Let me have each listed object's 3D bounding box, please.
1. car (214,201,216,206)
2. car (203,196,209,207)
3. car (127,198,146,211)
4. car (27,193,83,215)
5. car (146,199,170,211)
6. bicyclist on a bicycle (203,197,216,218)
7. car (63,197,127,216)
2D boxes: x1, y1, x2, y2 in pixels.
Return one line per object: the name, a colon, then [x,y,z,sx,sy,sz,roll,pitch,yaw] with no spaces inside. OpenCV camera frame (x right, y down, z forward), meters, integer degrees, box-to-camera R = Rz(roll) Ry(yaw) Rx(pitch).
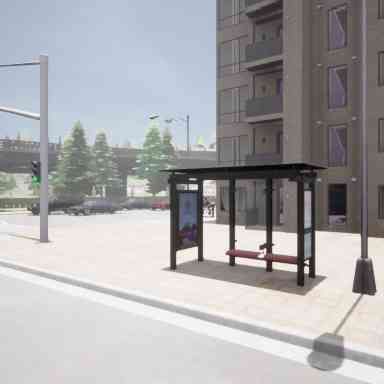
car: [5.359,1.449,46.785,4.892,1.490,1.837,0,0,-29]
car: [0.107,1.296,47.419,4.553,1.767,2.097,0,0,-34]
car: [-6.931,1.492,41.010,2.033,1.411,5.357,0,0,39]
car: [-13.250,1.166,32.941,2.150,2.045,5.566,0,0,37]
car: [-2.868,1.545,40.327,1.895,1.301,4.718,0,0,43]
bicyclist on a bicycle: [1.295,1.245,26.646,1.656,1.620,0.582,0,0,36]
car: [-9.318,1.492,32.392,2.033,1.411,5.357,0,0,37]
